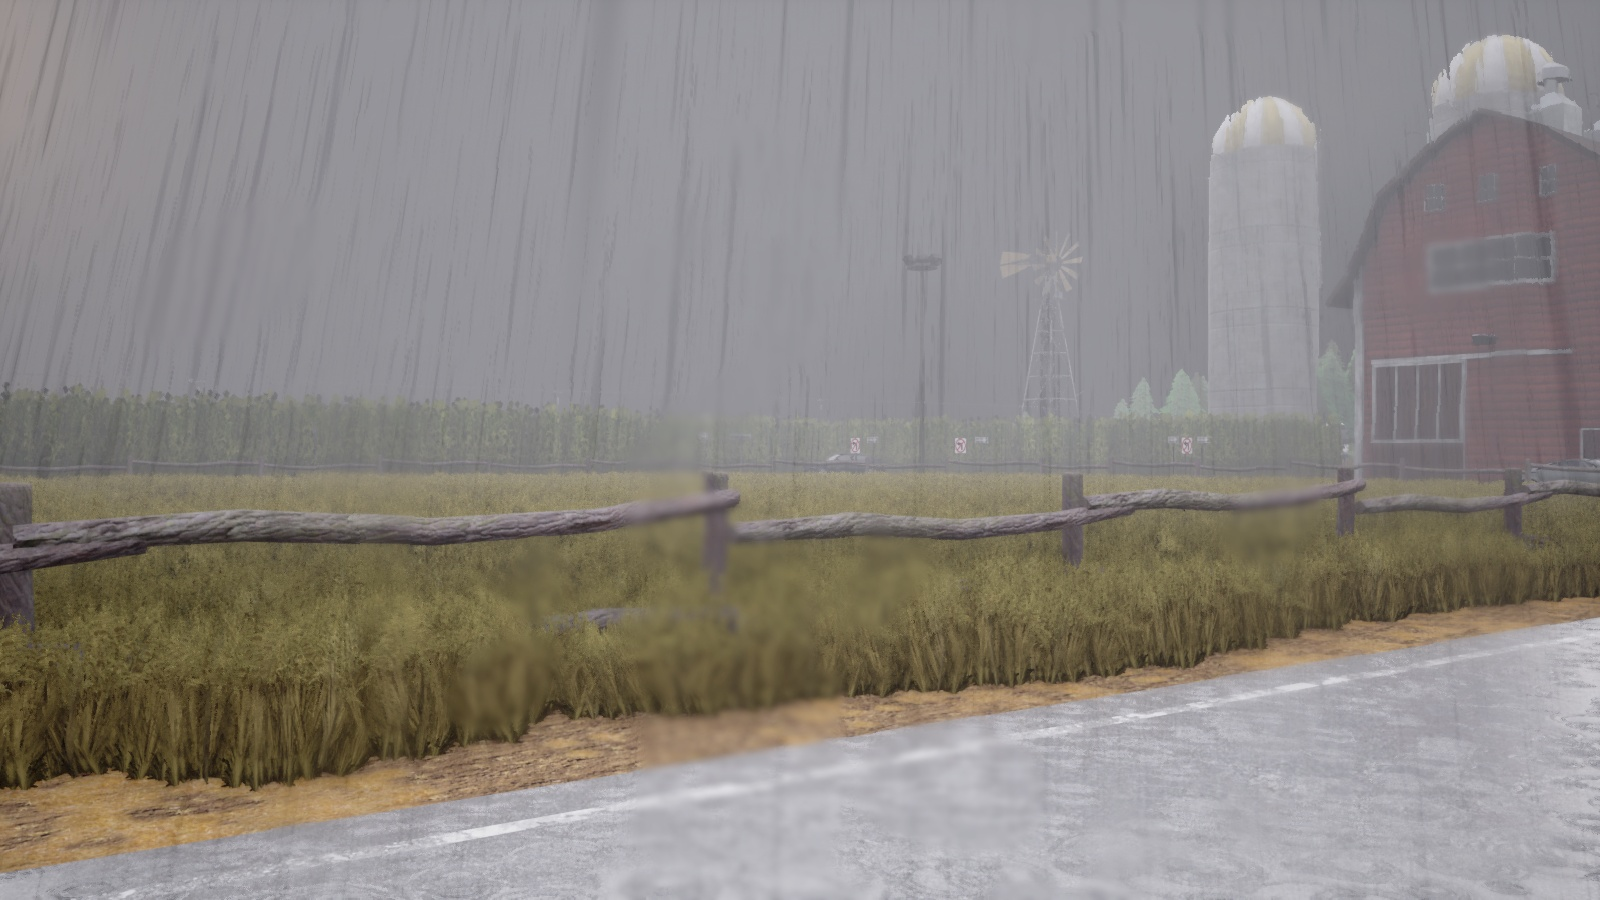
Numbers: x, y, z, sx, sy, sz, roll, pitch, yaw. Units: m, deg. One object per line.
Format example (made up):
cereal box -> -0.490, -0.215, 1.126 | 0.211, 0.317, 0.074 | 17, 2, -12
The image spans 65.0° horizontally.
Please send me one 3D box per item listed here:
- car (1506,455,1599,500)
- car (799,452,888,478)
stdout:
car -> 24.977, 0.853, 39.727 | 1.994, 1.385, 4.181 | 0, 0, -39
car -> 2.595, 0.902, 75.515 | 5.008, 1.535, 1.882 | 0, 0, -13
